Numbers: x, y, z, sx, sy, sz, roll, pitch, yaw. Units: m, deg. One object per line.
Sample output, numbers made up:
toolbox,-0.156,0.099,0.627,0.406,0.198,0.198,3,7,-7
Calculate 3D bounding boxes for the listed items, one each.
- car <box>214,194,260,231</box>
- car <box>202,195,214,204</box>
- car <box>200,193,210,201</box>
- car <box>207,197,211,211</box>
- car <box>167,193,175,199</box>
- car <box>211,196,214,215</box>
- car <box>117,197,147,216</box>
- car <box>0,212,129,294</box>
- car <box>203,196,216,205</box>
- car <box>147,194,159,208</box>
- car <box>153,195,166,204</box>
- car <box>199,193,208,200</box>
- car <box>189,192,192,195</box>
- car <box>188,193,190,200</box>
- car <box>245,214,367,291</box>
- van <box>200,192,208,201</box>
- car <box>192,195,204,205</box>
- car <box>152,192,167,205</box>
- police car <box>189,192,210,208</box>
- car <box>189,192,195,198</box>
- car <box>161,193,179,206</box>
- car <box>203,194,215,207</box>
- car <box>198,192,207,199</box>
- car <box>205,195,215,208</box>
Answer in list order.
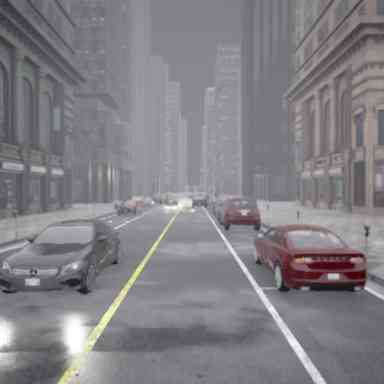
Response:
car,2.762,1.220,19.916,2.192,1.841,5.009,0,0,0
car,2.768,1.288,59.129,1.947,1.339,4.313,0,0,0
car,2.769,1.111,70.332,1.967,1.590,4.097,0,0,0
car,2.764,1.418,31.120,1.947,1.339,4.313,0,0,0
car,-5.753,1.009,92.739,1.967,1.590,4.097,0,0,0
car,2.763,1.319,25.518,1.967,1.590,4.097,0,0,0
car,-5.761,1.397,31.116,1.887,1.381,4.507,0,0,0
car,-3.098,1.483,8.798,1.812,1.442,4.674,0,0,0
car,2.767,1.330,53.528,1.802,1.307,4.206,0,0,0
car,-5.759,1.351,42.321,2.008,1.369,4.403,0,0,0
car,-5.757,1.288,59.127,1.947,1.339,4.313,0,0,0
car,2.771,1.060,81.535,1.967,1.590,4.097,0,0,0
car,0.889,1.176,59.711,1.801,1.575,5.366,0,0,0
car,0.012,1.087,77.922,1.895,1.301,4.718,0,0,0
car,2.761,1.502,8.713,1.887,1.381,4.507,0,0,0
van,2.770,0.986,75.933,1.690,1.788,3.998,0,0,0
car,0.908,1.253,53.521,1.837,1.490,4.892,0,0,0
car,-5.759,1.063,53.524,2.192,1.841,5.009,0,0,0
police car,0.906,1.219,43.631,1.930,1.638,5.238,0,0,0
car,0.014,0.875,94.678,1.837,1.490,4.892,0,0,0
car,-3.072,1.254,50.072,2.128,1.511,4.902,0,0,0
car,2.766,1.325,42.493,1.752,1.417,4.829,0,0,0
car,2.771,0.910,87.137,2.192,1.841,5.009,0,0,0
car,2.765,1.377,36.722,2.008,1.369,4.403,0,0,0
